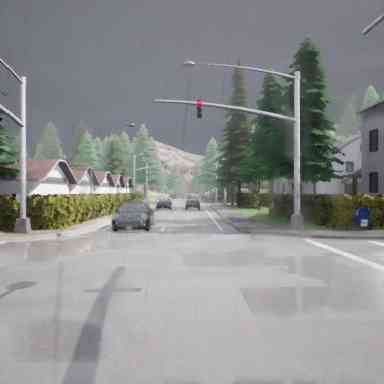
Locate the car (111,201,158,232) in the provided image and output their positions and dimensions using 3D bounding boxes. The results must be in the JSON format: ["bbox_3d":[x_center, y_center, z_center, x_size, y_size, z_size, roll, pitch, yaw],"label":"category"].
[{"bbox_3d":[-3.469,1.359,20.188,2.097,1.767,4.553,0,0,-2],"label":"car"}]

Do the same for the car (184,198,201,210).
[{"bbox_3d":[0.100,1.519,43.289,1.837,1.490,4.892,0,0,0],"label":"car"}]

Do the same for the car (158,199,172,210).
[{"bbox_3d":[-3.557,1.561,43.361,2.033,1.411,5.357,0,0,1],"label":"car"}]
